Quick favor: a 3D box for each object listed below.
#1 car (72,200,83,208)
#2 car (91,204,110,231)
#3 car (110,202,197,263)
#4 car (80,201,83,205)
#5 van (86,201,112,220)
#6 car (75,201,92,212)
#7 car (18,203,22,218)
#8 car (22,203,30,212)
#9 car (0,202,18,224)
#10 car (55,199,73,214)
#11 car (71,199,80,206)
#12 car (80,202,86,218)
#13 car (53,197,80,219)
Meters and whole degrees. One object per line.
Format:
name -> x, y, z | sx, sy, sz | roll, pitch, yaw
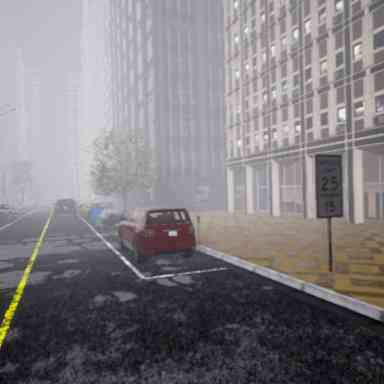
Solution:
car -> -22.249, 2.299, 64.528 | 1.947, 1.339, 4.313 | -2, 0, -22
car -> -5.334, 1.761, 22.202 | 2.008, 1.369, 4.403 | -2, 0, -22
car -> -1.479, 1.402, 12.535 | 2.192, 1.841, 5.009 | -2, 0, -22
car -> -11.741, 1.936, 38.233 | 1.752, 1.417, 4.829 | -2, 0, -22
van -> -7.455, 1.618, 27.492 | 1.690, 1.788, 3.998 | -2, 0, -22
car -> -15.906, 2.090, 48.655 | 2.008, 1.369, 4.403 | -2, 0, -22
car -> -19.462, 2.062, 34.968 | 1.967, 1.590, 4.097 | -2, 0, -22
car -> -25.800, 2.399, 50.840 | 1.802, 1.307, 4.206 | -2, 0, -22
car -> -17.352, 1.871, 29.677 | 2.192, 1.841, 5.009 | -2, 0, -22
car -> -17.732, 1.938, 45.999 | 2.097, 1.767, 4.553 | -2, 0, -22
car -> -27.598, 2.372, 78.751 | 1.882, 1.535, 5.008 | -2, 0, -22
car -> -9.562, 1.908, 32.784 | 1.947, 1.339, 4.313 | -2, 0, -22
car -> -13.468, 1.676, 35.413 | 2.150, 2.045, 5.566 | -2, 0, -21
